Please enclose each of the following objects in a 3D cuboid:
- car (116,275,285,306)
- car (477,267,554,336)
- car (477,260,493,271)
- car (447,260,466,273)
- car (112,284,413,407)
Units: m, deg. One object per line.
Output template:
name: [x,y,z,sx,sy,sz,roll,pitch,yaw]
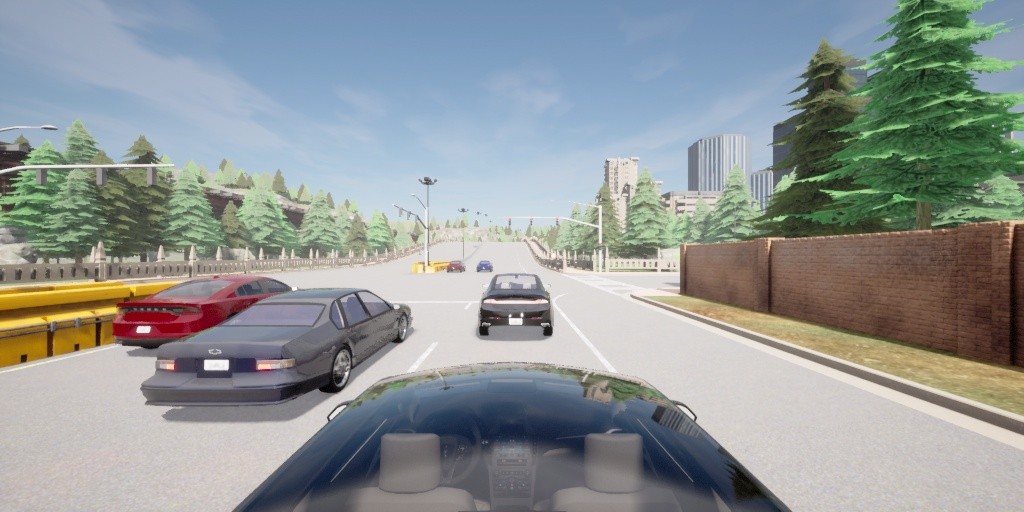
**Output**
car: [-6.901,1.228,9.192,1.882,1.535,5.008,0,0,0]
car: [0.127,1.242,10.377,2.128,1.511,4.902,0,0,1]
car: [-3.410,1.276,45.439,1.812,1.442,4.674,0,0,0]
car: [-6.905,1.276,44.683,1.812,1.442,4.674,0,0,0]
car: [-3.400,1.297,6.630,2.033,1.411,5.357,0,0,0]
